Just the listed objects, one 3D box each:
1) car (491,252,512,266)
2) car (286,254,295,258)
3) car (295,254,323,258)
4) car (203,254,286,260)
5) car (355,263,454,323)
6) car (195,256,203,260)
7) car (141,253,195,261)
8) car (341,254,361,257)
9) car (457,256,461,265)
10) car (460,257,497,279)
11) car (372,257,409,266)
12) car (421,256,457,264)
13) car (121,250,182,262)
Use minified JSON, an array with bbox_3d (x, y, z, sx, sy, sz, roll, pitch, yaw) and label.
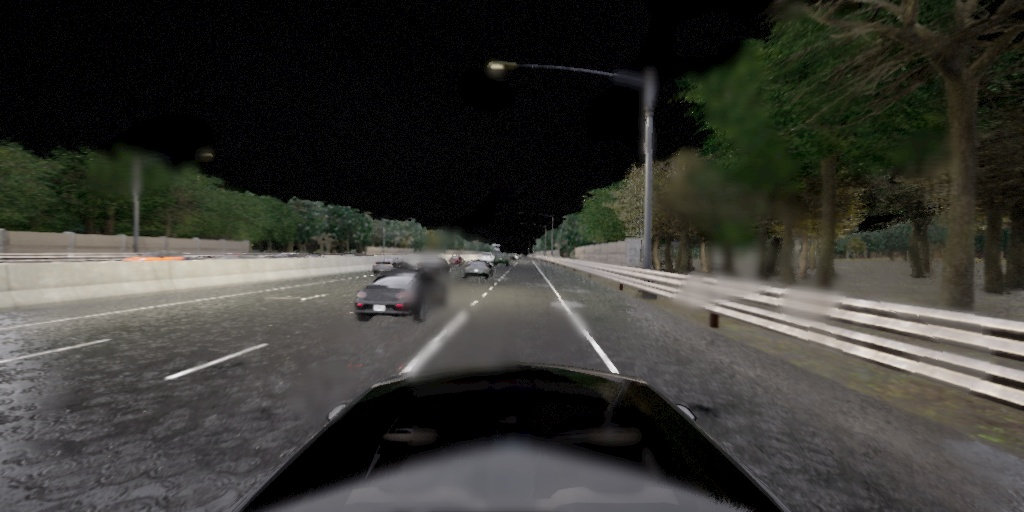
[{"bbox_3d":[-1.523,0.476,54.462,2.150,2.045,5.566,1,0,2],"label":"car"},{"bbox_3d":[-29.848,0.392,47.562,2.033,1.411,5.357,1,0,3],"label":"car"},{"bbox_3d":[-26.337,0.462,47.996,1.994,1.385,4.181,1,0,3],"label":"car"},{"bbox_3d":[-20.217,0.673,27.444,2.128,1.511,4.902,1,1,2],"label":"car"},{"bbox_3d":[-3.268,1.132,11.373,1.812,1.442,4.674,1,1,2],"label":"car"},{"bbox_3d":[-23.578,0.575,30.571,1.882,1.535,5.008,1,0,3],"label":"car"},{"bbox_3d":[-27.118,0.649,29.708,1.895,1.301,4.718,1,1,3],"label":"car"},{"bbox_3d":[-19.560,0.553,43.196,1.837,1.490,4.892,1,0,3],"label":"car"},{"bbox_3d":[-8.522,0.664,54.731,1.812,1.442,4.674,1,0,2],"label":"car"},{"bbox_3d":[-2.573,1.021,28.595,1.994,1.385,4.181,1,1,2],"label":"car"},{"bbox_3d":[-9.565,0.832,28.883,2.128,1.511,4.902,1,1,2],"label":"car"},{"bbox_3d":[-6.067,0.877,28.750,1.882,1.535,5.008,1,1,2],"label":"car"},{"bbox_3d":[-30.560,0.332,30.867,2.097,1.767,4.553,1,1,3],"label":"car"}]
